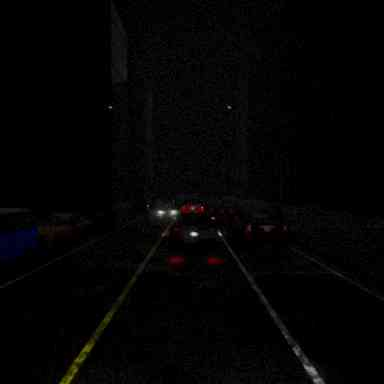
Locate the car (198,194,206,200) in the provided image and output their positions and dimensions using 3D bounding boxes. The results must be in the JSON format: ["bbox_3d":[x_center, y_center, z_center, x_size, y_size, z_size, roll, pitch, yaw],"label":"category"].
[{"bbox_3d":[2.826,1.374,93.580,2.192,1.841,5.009,0,0,0],"label":"car"}]

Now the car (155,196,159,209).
[{"bbox_3d":[-5.684,1.569,42.735,1.887,1.381,4.507,0,0,0],"label":"car"}]

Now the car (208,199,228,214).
[{"bbox_3d":[2.842,1.566,37.093,1.887,1.381,4.507,0,0,0],"label":"car"}]

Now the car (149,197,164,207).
[{"bbox_3d":[-5.687,1.583,54.033,2.008,1.369,4.403,0,0,0],"label":"car"}]

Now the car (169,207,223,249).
[{"bbox_3d":[0.082,1.571,14.576,1.994,1.385,4.181,0,0,0],"label":"car"}]

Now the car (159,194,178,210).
[{"bbox_3d":[-3.104,1.244,43.577,2.150,2.045,5.566,0,0,0],"label":"car"}]

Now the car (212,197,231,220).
[{"bbox_3d":[2.845,1.454,25.797,1.967,1.590,4.097,0,0,0],"label":"car"}]

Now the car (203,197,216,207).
[{"bbox_3d":[2.837,1.578,54.039,1.887,1.381,4.507,0,0,0],"label":"car"}]

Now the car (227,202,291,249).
[{"bbox_3d":[2.848,1.447,14.500,1.967,1.590,4.097,0,0,0],"label":"car"}]

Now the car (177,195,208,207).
[{"bbox_3d":[0.077,1.368,29.295,2.097,1.767,4.553,0,0,0],"label":"car"}]

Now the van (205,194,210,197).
[{"bbox_3d":[2.839,1.366,42.742,1.690,1.788,3.998,0,0,0],"label":"van"}]

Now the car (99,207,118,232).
[{"bbox_3d":[-5.678,1.576,20.141,1.947,1.339,4.313,0,0,0],"label":"car"}]

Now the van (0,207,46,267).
[{"bbox_3d":[-5.676,1.345,8.843,1.690,1.788,3.998,0,0,0],"label":"van"}]

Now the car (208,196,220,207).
[{"bbox_3d":[2.843,1.457,31.445,1.967,1.590,4.097,0,0,0],"label":"car"}]

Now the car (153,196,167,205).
[{"bbox_3d":[-5.690,1.477,59.682,1.967,1.590,4.097,0,0,0],"label":"car"}]

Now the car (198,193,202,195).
[{"bbox_3d":[2.332,1.500,67.753,1.801,1.575,5.366,0,0,0],"label":"car"}]

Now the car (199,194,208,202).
[{"bbox_3d":[2.829,1.369,82.282,2.192,1.841,5.009,0,0,0],"label":"car"}]

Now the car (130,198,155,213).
[{"bbox_3d":[-5.683,1.587,37.087,1.947,1.339,4.313,0,0,0],"label":"car"}]

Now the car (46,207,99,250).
[{"bbox_3d":[-5.676,1.532,14.321,1.752,1.417,4.829,0,0,0],"label":"car"}]
